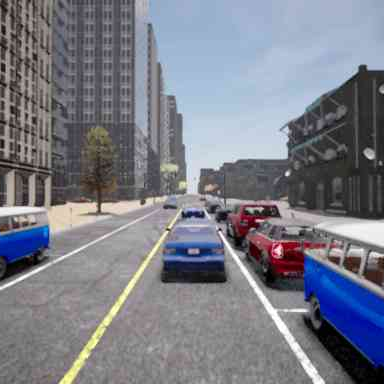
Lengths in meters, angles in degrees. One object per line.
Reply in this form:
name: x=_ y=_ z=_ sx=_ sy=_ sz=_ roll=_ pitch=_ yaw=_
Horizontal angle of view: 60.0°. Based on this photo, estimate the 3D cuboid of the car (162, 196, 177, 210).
car: x=-3.002 y=1.660 z=46.234 sx=2.033 sy=1.411 sz=5.357 roll=0 pitch=0 yaw=0

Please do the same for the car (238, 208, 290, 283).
car: x=2.722 y=1.466 z=9.710 sx=1.967 sy=1.590 sz=4.097 roll=1 pitch=0 yaw=0

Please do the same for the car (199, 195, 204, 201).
car: x=2.883 y=1.644 z=91.490 sx=1.967 sy=1.590 sz=4.097 roll=1 pitch=0 yaw=0

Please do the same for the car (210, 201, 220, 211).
car: x=2.753 y=1.633 z=26.142 sx=1.947 sy=1.339 sz=4.313 roll=1 pitch=0 yaw=0

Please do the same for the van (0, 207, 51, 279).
van: x=-5.656 y=1.368 z=9.723 sx=1.690 sy=1.788 sz=3.998 roll=1 pitch=0 yaw=0

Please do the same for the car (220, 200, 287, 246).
car: x=2.735 y=1.355 z=15.188 sx=2.192 sy=1.841 sz=5.009 roll=1 pitch=0 yaw=0

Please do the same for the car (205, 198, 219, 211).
car: x=2.774 y=1.658 z=37.097 sx=1.947 sy=1.339 sz=4.313 roll=1 pitch=0 yaw=0

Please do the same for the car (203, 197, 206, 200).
car: x=2.785 y=1.655 z=42.575 sx=2.008 sy=1.369 sz=4.403 roll=1 pitch=0 yaw=0

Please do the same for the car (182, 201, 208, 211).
car: x=0.116 y=1.673 z=28.329 sx=1.895 sy=1.301 sz=4.718 roll=0 pitch=0 yaw=1

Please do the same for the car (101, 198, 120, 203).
car: x=-17.290 y=1.823 z=69.695 sx=4.206 sy=1.307 sz=1.802 roll=-1 pitch=-1 yaw=1

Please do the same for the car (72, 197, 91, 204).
car: x=-22.974 y=1.737 z=69.763 sx=4.097 sy=1.590 sz=1.967 roll=-1 pitch=-1 yaw=1

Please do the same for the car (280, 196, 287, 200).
car: x=20.818 y=1.401 z=69.257 sx=4.829 sy=1.417 sz=1.752 roll=-1 pitch=-1 yaw=1

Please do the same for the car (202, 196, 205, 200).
car: x=2.930 y=1.711 z=53.527 sx=1.802 sy=1.307 sz=4.206 roll=1 pitch=0 yaw=0

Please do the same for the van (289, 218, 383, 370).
van: x=2.713 y=1.353 z=4.233 sx=1.690 sy=1.788 sz=3.998 roll=1 pitch=0 yaw=0

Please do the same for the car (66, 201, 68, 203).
car: x=-28.487 y=1.875 z=69.825 sx=4.829 sy=1.417 sz=1.752 roll=-1 pitch=-1 yaw=1

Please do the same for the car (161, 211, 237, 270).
car: x=0.063 y=1.577 z=11.041 sx=2.033 sy=1.411 sz=5.357 roll=0 pitch=0 yaw=1
